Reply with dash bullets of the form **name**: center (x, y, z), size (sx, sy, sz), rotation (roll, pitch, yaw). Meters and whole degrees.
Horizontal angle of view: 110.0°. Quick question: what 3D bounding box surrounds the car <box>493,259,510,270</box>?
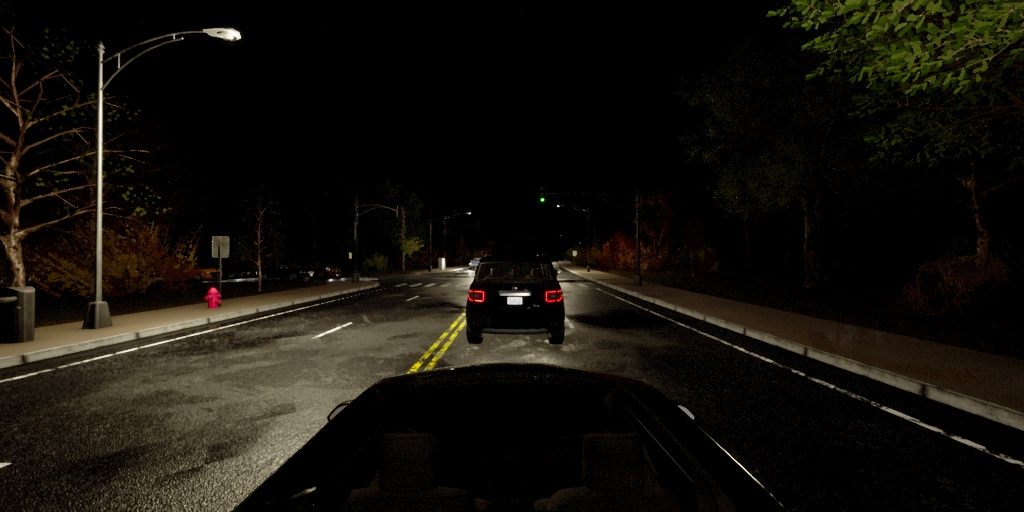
- **car**: center (-1.451, 1.190, 51.990), size (2.128, 1.511, 4.902), rotation (0, 0, 2)

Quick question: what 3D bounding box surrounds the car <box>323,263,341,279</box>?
- **car**: center (-18.734, 1.260, 34.223), size (4.553, 1.767, 2.097), rotation (-1, -1, 9)

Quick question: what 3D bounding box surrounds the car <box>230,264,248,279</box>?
- **car**: center (-28.424, 1.518, 35.861), size (4.892, 1.490, 1.837), rotation (-1, -1, 10)

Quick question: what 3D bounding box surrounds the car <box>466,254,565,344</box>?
- **car**: center (0.110, 0.972, 9.729), size (2.150, 2.045, 5.566), rotation (0, 0, 1)

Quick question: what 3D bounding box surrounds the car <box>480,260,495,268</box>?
- **car**: center (-4.065, 1.285, 59.876), size (1.895, 1.301, 4.718), rotation (0, 0, 5)

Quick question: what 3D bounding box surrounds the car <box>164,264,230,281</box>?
- **car**: center (-28.946, 1.462, 32.652), size (5.008, 1.535, 1.882), rotation (-1, -1, 10)

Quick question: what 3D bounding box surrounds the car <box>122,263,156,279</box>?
- **car**: center (-40.366, 1.487, 37.923), size (4.553, 1.767, 2.097), rotation (-1, -1, 10)

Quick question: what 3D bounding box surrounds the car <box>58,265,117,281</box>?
- **car**: center (-41.673, 1.620, 34.850), size (4.892, 1.490, 1.837), rotation (-1, -1, 10)

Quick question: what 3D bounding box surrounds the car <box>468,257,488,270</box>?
- **car**: center (-4.768, 1.055, 50.920), size (2.097, 1.767, 4.553), rotation (0, 0, 4)

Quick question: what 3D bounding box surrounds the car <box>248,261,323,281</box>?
- **car**: center (-19.561, 1.375, 31.041), size (4.902, 1.511, 2.128), rotation (-1, -1, 10)
